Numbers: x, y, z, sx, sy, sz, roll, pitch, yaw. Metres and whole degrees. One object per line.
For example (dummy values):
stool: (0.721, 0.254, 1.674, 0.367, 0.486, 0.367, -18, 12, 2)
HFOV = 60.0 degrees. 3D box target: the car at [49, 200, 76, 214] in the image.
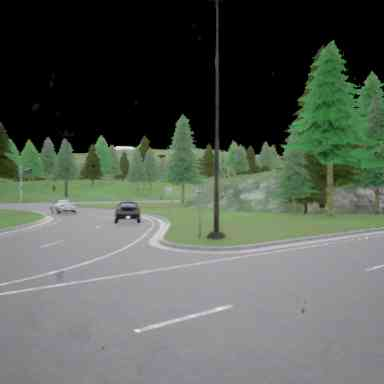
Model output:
car: (-13.908, 1.536, 35.880, 1.812, 1.442, 4.674, 0, 0, -35)

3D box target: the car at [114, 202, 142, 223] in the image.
car: (-4.959, 1.517, 25.762, 1.837, 1.490, 4.892, 0, 0, -11)
